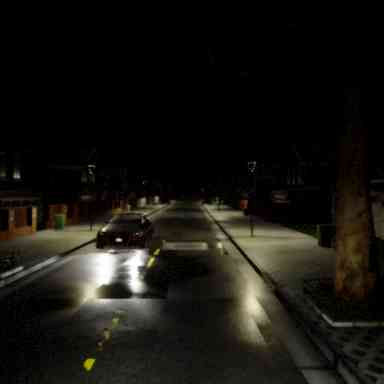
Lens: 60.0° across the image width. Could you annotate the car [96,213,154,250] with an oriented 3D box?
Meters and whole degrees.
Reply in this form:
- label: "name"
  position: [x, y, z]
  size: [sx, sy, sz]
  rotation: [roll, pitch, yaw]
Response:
- label: "car"
  position: [-2.824, 1.660, 14.780]
  size: [1.994, 1.385, 4.181]
  rotation: [0, 0, 0]
